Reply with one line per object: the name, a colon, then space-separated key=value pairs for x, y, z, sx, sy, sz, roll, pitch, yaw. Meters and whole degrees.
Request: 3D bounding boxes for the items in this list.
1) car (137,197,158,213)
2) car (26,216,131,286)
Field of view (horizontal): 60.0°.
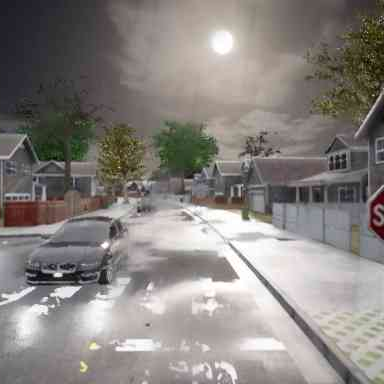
car: x=-4.758 y=1.316 z=35.654 sx=2.097 sy=1.767 sz=4.553 roll=0 pitch=0 yaw=-6
car: x=-2.929 y=1.509 z=9.527 sx=1.837 sy=1.490 sz=4.892 roll=0 pitch=0 yaw=-2
